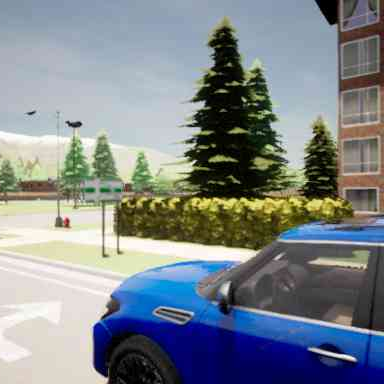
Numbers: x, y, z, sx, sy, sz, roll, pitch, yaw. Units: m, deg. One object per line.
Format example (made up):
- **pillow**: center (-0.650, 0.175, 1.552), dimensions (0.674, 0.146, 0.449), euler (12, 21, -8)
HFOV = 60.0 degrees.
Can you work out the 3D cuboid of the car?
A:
- **car**: center (1.560, 1.223, 2.873), dimensions (5.566, 2.045, 2.150), euler (-1, 0, 35)
